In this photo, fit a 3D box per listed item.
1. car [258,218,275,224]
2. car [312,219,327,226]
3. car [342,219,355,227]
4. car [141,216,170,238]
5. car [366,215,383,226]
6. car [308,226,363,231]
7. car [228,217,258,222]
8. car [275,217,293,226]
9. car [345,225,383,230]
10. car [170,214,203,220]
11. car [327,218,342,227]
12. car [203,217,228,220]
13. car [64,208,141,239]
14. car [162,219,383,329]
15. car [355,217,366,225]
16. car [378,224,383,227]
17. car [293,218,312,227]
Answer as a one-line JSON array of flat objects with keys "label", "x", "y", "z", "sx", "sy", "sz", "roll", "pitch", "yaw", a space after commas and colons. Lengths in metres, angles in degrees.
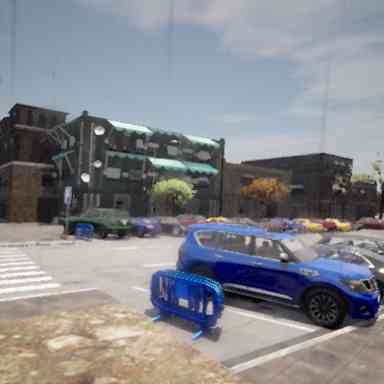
[{"label": "car", "x": 5.147, "y": 3.256, "z": 32.689, "sx": 4.892, "sy": 1.521, "sz": 2.231, "roll": 0, "pitch": -3, "yaw": 34}, {"label": "car", "x": 12.140, "y": 3.736, "z": 38.032, "sx": 5.366, "sy": 1.575, "sz": 1.946, "roll": 0, "pitch": -3, "yaw": 34}, {"label": "car", "x": 16.903, "y": 4.059, "z": 41.528, "sx": 5.366, "sy": 1.575, "sz": 1.946, "roll": 0, "pitch": -3, "yaw": 34}, {"label": "car", "x": -4.374, "y": 2.649, "z": 25.696, "sx": 4.674, "sy": 1.452, "sz": 2.002, "roll": 0, "pitch": -3, "yaw": 34}, {"label": "car", "x": 26.566, "y": 4.583, "z": 48.451, "sx": 4.553, "sy": 1.767, "sz": 2.185, "roll": 0, "pitch": -3, "yaw": 34}, {"label": "car", "x": 6.964, "y": 2.545, "z": 13.031, "sx": 4.553, "sy": 1.767, "sz": 2.185, "roll": 2, "pitch": -2, "yaw": 34}, {"label": "car", "x": 2.929, "y": 3.092, "z": 30.847, "sx": 5.366, "sy": 1.575, "sz": 1.946, "roll": 0, "pitch": -3, "yaw": 34}, {"label": "car", "x": 7.507, "y": 3.446, "z": 34.449, "sx": 4.792, "sy": 1.488, "sz": 2.163, "roll": 0, "pitch": -3, "yaw": 34}, {"label": "car", "x": 9.445, "y": 2.711, "z": 14.778, "sx": 4.553, "sy": 1.767, "sz": 2.185, "roll": 2, "pitch": -1, "yaw": 34}, {"label": "car", "x": -1.995, "y": 2.772, "z": 27.449, "sx": 4.892, "sy": 1.521, "sz": 2.231, "roll": 0, "pitch": -3, "yaw": 34}, {"label": "car", "x": 14.682, "y": 3.901, "z": 39.687, "sx": 5.008, "sy": 1.535, "sz": 2.097, "roll": 0, "pitch": -3, "yaw": 34}, {"label": "car", "x": 0.369, "y": 2.807, "z": 29.219, "sx": 4.553, "sy": 1.767, "sz": 2.185, "roll": 0, "pitch": -3, "yaw": 34}, {"label": "car", "x": -6.772, "y": 2.197, "z": 23.968, "sx": 5.566, "sy": 2.045, "sz": 2.435, "roll": 0, "pitch": -3, "yaw": 34}, {"label": "car", "x": 2.157, "y": 2.091, "z": 9.436, "sx": 5.566, "sy": 2.045, "sz": 2.435, "roll": 2, "pitch": -2, "yaw": 34}, {"label": "car", "x": 19.468, "y": 4.254, "z": 43.171, "sx": 4.792, "sy": 1.488, "sz": 2.163, "roll": 0, "pitch": -3, "yaw": 34}, {"label": "car", "x": 11.878, "y": 2.876, "z": 16.572, "sx": 4.553, "sy": 1.767, "sz": 2.185, "roll": 2, "pitch": -1, "yaw": 34}, {"label": "car", "x": 9.911, "y": 3.578, "z": 36.181, "sx": 5.008, "sy": 1.535, "sz": 2.097, "roll": 0, "pitch": -3, "yaw": 34}]
